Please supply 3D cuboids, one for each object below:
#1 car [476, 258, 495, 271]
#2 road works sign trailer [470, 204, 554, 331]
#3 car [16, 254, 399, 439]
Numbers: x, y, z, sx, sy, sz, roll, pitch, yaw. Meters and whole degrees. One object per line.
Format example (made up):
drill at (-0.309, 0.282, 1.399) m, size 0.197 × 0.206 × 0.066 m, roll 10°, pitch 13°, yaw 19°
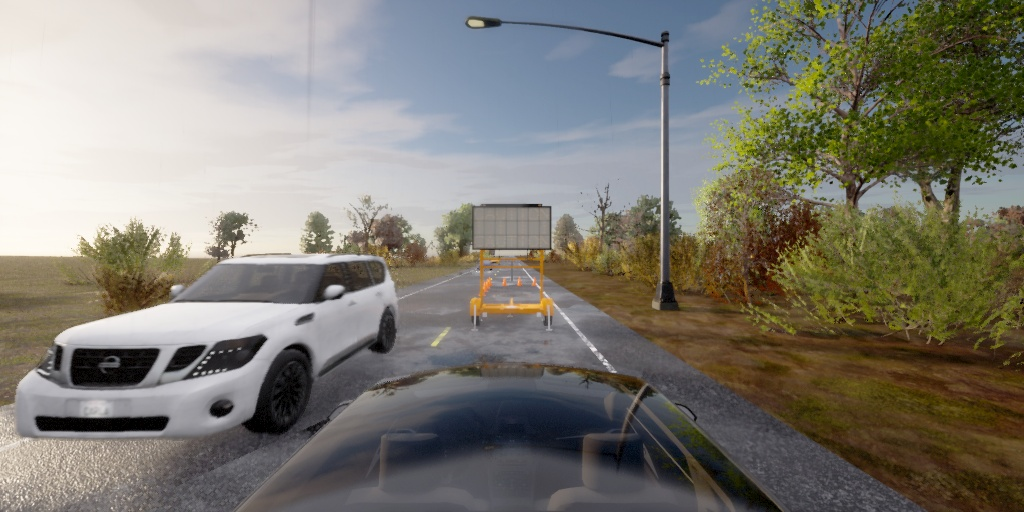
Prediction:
car at (-3.615, 1.244, 47.618) m, size 1.812 × 1.442 × 4.674 m, roll 0°, pitch 0°, yaw 0°
road works sign trailer at (-0.003, 0.214, 11.009) m, size 2.380 × 3.560 × 2.880 m, roll 0°, pitch 0°, yaw 0°
car at (-3.601, 0.972, 5.872) m, size 2.150 × 2.045 × 5.566 m, roll 0°, pitch 0°, yaw 0°
